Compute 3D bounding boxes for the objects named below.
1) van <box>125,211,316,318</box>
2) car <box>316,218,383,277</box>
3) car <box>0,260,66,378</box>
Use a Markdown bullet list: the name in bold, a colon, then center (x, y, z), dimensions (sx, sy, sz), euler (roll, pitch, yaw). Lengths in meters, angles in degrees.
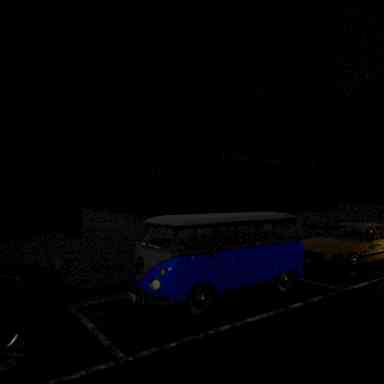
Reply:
- **van**: center (0.646, 1.338, 7.116), dimensions (3.998, 1.788, 1.690), euler (0, 0, -36)
- **car**: center (4.933, 1.518, 10.177), dimensions (4.829, 1.417, 1.752), euler (0, 0, -36)
- **car**: center (-3.779, 1.567, 3.956), dimensions (4.313, 1.339, 1.947), euler (0, 0, -36)
